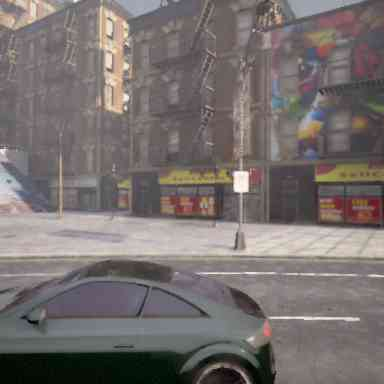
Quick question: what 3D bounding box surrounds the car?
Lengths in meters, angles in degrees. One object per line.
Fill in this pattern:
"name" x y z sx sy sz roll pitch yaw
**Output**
"car" -1.134 1.596 4.107 4.181 1.385 1.994 0 -1 -2
